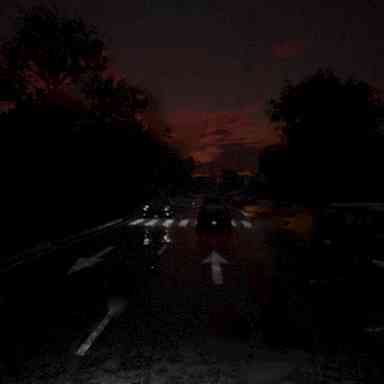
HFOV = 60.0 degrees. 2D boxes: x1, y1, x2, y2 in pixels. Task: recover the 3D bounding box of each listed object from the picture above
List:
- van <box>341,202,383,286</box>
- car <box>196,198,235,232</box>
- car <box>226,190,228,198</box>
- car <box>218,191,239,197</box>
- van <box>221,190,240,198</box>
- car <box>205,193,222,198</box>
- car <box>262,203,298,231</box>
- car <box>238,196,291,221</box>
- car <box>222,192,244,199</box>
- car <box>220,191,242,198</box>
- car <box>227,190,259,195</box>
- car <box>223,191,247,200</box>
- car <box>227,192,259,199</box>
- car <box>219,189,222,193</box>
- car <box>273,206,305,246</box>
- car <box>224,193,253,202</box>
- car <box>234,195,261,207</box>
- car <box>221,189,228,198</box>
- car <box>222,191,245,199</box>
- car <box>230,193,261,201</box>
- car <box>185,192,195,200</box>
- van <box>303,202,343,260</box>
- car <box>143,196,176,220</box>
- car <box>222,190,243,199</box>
[{"bbox_3d":[6.099,1.340,7.863,4.442,1.987,1.878,2,0,-18],"label":"van"},{"bbox_3d":[1.284,1.419,19.825,1.882,1.535,5.008,1,1,3],"label":"car"},{"bbox_3d":[8.046,0.951,49.795,4.553,1.767,2.185,1,1,-17],"label":"car"},{"bbox_3d":[10.061,0.578,91.716,5.366,1.575,1.946,1,1,-17],"label":"car"},{"bbox_3d":[10.051,0.428,85.808,4.442,1.987,1.878,1,0,-17],"label":"van"},{"bbox_3d":[2.280,1.154,39.908,1.837,1.490,4.892,1,1,3],"label":"car"},{"bbox_3d":[6.535,1.542,16.869,5.366,1.575,1.946,1,0,-17],"label":"car"},{"bbox_3d":[6.608,1.411,25.761,5.366,1.575,1.946,1,1,-17],"label":"car"},{"bbox_3d":[9.464,0.788,76.772,4.674,1.452,2.002,1,1,-17],"label":"car"},{"bbox_3d":[9.772,0.682,82.775,5.008,1.535,2.097,1,0,-17],"label":"car"},{"bbox_3d":[7.887,0.992,46.798,4.553,1.767,2.185,1,1,-17],"label":"car"},{"bbox_3d":[9.113,0.688,70.771,4.553,1.767,2.185,1,0,-17],"label":"car"},{"bbox_3d":[7.665,1.187,43.787,4.792,1.488,2.163,1,1,-17],"label":"car"},{"bbox_3d":[8.800,0.633,64.764,5.566,2.045,2.435,1,1,-17],"label":"car"},{"bbox_3d":[6.239,1.553,13.811,5.008,1.535,2.097,2,1,-18],"label":"car"},{"bbox_3d":[8.628,0.951,61.771,4.792,1.488,2.163,1,1,-17],"label":"car"},{"bbox_3d":[6.754,1.367,28.758,5.366,1.575,1.946,1,1,-17],"label":"car"},{"bbox_3d":[8.326,0.746,55.760,5.566,2.045,2.435,2,1,-17],"label":"car"},{"bbox_3d":[9.274,0.654,73.768,4.553,1.767,2.185,1,0,-17],"label":"car"},{"bbox_3d":[7.539,1.240,40.799,4.674,1.452,2.002,1,1,-17],"label":"car"},{"bbox_3d":[-0.382,0.743,67.491,1.812,1.442,4.674,1,1,3],"label":"car"},{"bbox_3d":[6.224,1.335,10.861,4.442,1.987,1.878,2,0,-18],"label":"van"},{"bbox_3d":[-2.477,1.141,26.117,2.097,1.767,4.553,1,1,3],"label":"car"},{"bbox_3d":[9.658,0.590,79.773,4.553,1.767,2.185,1,1,-17],"label":"car"}]
